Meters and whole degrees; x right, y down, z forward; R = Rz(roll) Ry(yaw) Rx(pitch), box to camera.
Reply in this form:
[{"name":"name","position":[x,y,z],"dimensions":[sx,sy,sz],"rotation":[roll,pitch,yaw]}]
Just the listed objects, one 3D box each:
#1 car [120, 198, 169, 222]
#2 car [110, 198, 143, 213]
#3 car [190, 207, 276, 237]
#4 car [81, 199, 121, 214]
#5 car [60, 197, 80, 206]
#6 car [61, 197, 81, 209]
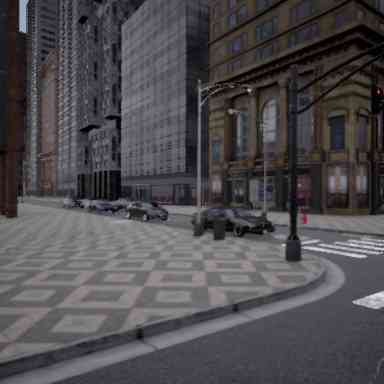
[{"name":"car","position":[-3.624,1.475,26.359],"dimensions":[1.837,1.490,4.892],"rotation":[0,0,-36]},{"name":"car","position":[-7.396,1.465,37.151],"dimensions":[1.837,1.490,4.892],"rotation":[0,0,-36]},{"name":"car","position":[2.052,1.545,18.386],"dimensions":[2.033,1.411,5.357],"rotation":[0,0,-35]},{"name":"car","position":[-9.485,1.493,34.586],"dimensions":[2.033,1.411,5.357],"rotation":[0,0,-35]},{"name":"car","position":[-20.290,1.479,55.211],"dimensions":[1.994,1.385,4.181],"rotation":[0,0,-35]},{"name":"car","position":[-15.289,1.488,42.775],"dimensions":[1.994,1.385,4.181],"rotation":[0,0,-35]}]
